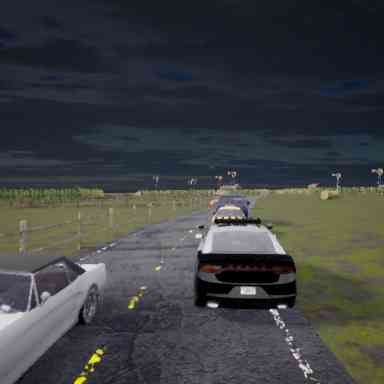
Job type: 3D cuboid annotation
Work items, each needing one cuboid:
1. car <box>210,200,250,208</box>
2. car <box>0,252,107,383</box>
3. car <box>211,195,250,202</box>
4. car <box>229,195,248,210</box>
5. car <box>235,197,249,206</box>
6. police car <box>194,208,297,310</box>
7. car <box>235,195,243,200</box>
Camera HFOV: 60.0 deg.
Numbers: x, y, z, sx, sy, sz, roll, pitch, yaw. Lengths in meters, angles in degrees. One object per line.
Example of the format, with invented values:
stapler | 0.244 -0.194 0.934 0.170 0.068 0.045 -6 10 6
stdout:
car | 2.048 1.443 17.952 1.801 1.575 5.366 0 0 7
car | -2.685 1.600 4.350 1.895 1.301 4.718 0 0 2
car | 2.915 1.206 23.636 2.150 2.045 5.566 0 0 10
car | 6.190 1.308 43.886 2.097 1.767 4.553 0 0 12
car | 8.118 1.506 53.628 1.994 1.385 4.181 0 0 12
police car | 1.087 1.423 8.071 1.930 1.638 5.238 0 0 4
car | 12.228 1.419 86.856 1.812 1.442 4.674 0 0 12
